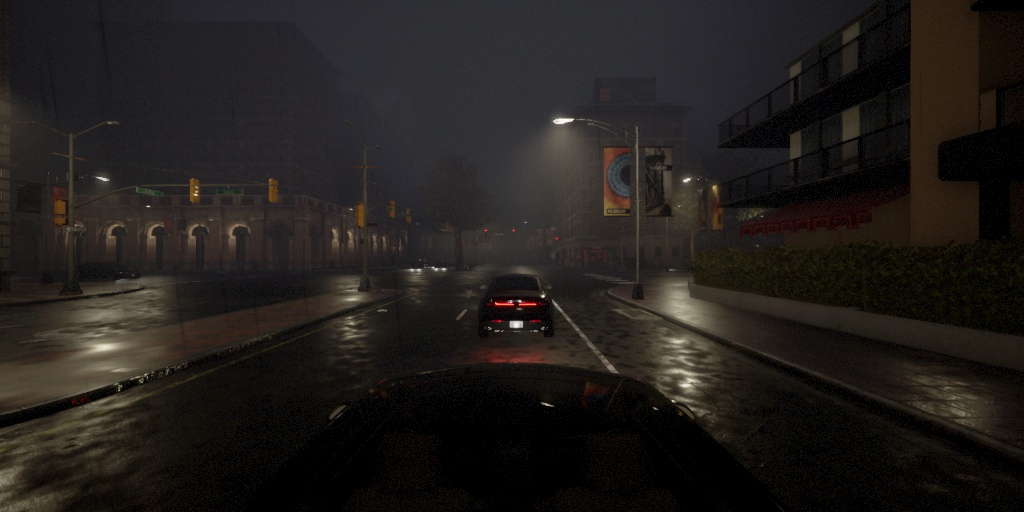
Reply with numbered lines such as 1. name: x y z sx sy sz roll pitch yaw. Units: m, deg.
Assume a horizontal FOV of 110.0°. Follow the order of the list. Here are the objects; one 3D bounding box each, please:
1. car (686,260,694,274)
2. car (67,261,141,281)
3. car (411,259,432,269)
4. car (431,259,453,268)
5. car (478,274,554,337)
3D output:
1. car: 21.863 1.351 39.565 4.718 1.301 1.895 0 0 0
2. car: -32.938 1.276 28.954 4.674 1.442 1.812 0 0 0
3. car: -14.862 1.241 57.928 2.128 1.511 4.902 0 0 0
4. car: -11.357 1.314 58.700 1.994 1.385 4.181 0 0 0
5. car: 0.109 1.255 10.304 1.837 1.490 4.892 0 0 0
